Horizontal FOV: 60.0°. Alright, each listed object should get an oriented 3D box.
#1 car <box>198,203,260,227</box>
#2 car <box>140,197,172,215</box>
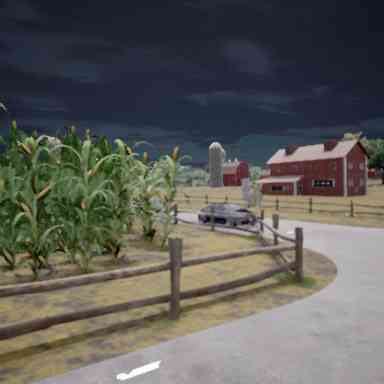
[{"bbox_3d":[2.241,1.400,21.004,1.994,1.385,4.181,-2,2,-38],"label":"car"},{"bbox_3d":[-3.582,1.209,29.158,1.837,1.490,4.892,-2,2,-36],"label":"car"}]
